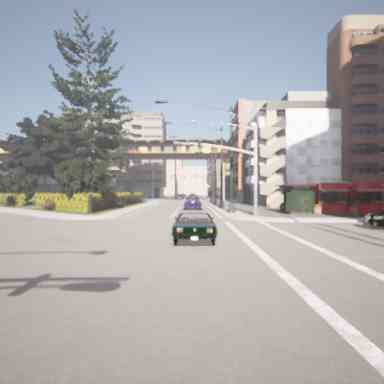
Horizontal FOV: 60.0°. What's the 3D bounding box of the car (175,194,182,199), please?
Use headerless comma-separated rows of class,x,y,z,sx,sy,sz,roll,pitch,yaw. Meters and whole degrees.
car,-3.639,1.258,94.505,2.038,1.542,4.974,0,0,25

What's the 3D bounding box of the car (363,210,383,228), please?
car,13.172,1.535,20.500,4.902,1.511,2.128,1,0,-1

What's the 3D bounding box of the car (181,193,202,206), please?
car,0.102,1.260,41.167,2.097,1.767,4.553,0,0,0

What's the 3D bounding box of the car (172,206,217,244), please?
car,0.110,1.584,15.750,1.895,1.301,4.718,0,0,0

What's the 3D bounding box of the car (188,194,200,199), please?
car,0.521,1.254,94.197,2.038,1.542,4.974,0,0,-20

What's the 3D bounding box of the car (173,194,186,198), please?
car,-3.618,1.100,94.552,1.853,1.218,4.536,0,0,25

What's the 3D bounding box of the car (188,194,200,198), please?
car,0.503,1.096,94.245,1.853,1.218,4.536,0,0,-20
